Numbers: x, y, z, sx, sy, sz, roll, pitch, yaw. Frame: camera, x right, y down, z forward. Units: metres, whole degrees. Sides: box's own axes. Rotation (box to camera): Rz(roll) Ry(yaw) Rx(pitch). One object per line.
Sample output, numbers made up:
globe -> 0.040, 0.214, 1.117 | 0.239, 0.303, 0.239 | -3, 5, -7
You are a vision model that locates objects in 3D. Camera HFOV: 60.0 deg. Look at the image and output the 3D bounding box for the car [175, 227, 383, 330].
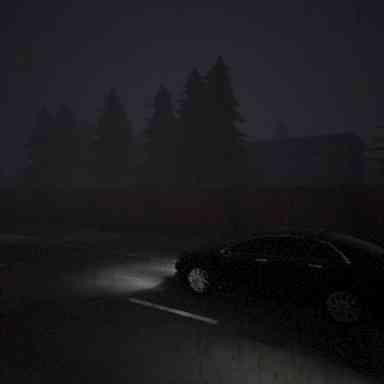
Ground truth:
car -> 1.862, 1.501, 6.961 | 4.892, 1.490, 1.837 | 0, 0, 35
